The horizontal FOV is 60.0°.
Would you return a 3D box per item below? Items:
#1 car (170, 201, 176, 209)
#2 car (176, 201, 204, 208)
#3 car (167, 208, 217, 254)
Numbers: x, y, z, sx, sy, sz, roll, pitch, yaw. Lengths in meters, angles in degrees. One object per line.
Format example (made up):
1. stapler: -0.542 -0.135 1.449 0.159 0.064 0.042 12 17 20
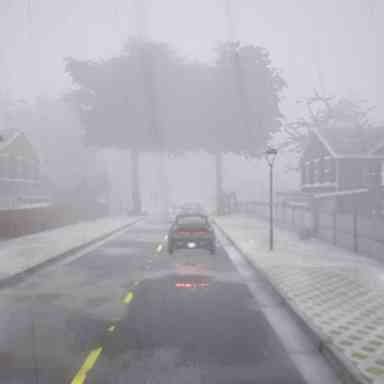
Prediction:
1. car: -2.795 2.294 58.245 1.812 1.442 4.674 0 -1 0
2. car: -0.019 1.684 29.078 2.097 1.767 4.553 0 -1 0
3. car: -0.007 1.659 14.315 1.837 1.490 4.892 0 0 0
